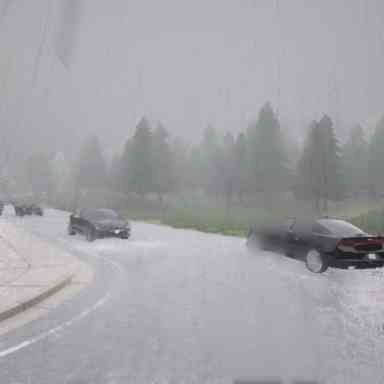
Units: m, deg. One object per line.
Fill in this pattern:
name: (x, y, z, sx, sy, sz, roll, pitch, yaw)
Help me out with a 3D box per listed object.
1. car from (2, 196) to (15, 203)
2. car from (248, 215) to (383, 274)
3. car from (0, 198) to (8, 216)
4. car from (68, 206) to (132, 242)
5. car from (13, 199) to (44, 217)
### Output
car: (-24.624, 1.270, 44.611, 1.837, 1.490, 4.892, 1, -1, -35)
car: (3.714, 1.487, 10.852, 1.882, 1.535, 5.008, 2, 0, -22)
car: (-20.043, 1.496, 33.037, 1.816, 1.474, 4.193, 8, -5, -37)
car: (-4.635, 1.485, 16.325, 1.837, 1.490, 4.892, 1, 0, -35)
car: (-15.531, 1.654, 31.656, 1.895, 1.301, 4.718, 1, -1, -35)
